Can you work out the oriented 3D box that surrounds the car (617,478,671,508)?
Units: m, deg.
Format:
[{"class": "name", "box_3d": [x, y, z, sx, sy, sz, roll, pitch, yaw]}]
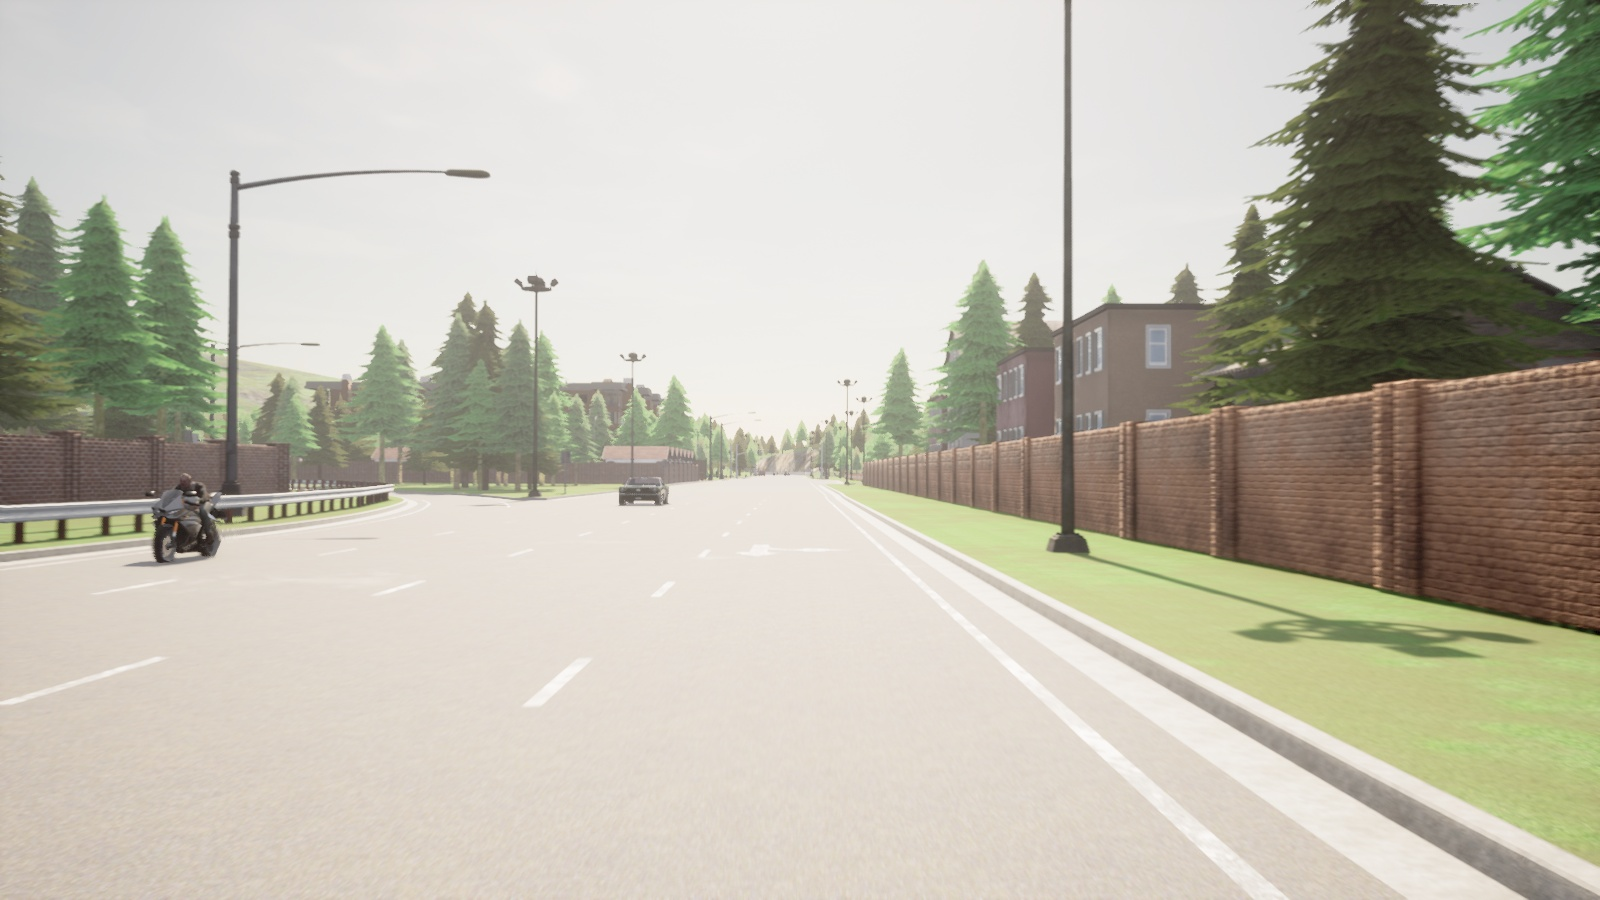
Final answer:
[{"class": "car", "box_3d": [-7.140, 1.952, 57.739, 1.895, 1.301, 4.718, 0, -1, 0]}]

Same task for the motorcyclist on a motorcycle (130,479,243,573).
[{"class": "motorcyclist on a motorcycle", "box_3d": [-10.553, 1.272, 21.701, 0.866, 1.530, 2.191, 0, -1, 0]}]
